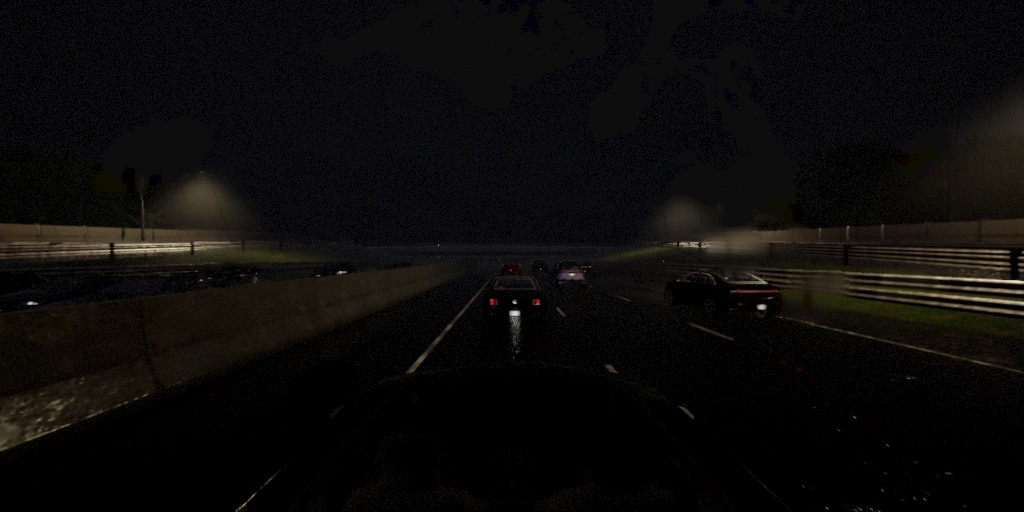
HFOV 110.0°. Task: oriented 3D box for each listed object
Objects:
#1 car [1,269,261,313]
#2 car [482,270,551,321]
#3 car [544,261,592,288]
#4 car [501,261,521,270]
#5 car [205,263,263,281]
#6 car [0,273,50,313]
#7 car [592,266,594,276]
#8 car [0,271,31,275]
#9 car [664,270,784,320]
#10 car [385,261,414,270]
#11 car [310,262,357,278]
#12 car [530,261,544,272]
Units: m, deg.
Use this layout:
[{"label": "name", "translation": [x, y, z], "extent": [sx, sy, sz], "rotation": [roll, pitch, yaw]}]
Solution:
[{"label": "car", "translation": [-10.615, 1.291, 10.882], "extent": [2.033, 1.411, 5.357], "rotation": [0, 0, 0]}, {"label": "car", "translation": [0.079, 1.343, 12.441], "extent": [1.895, 1.301, 4.718], "rotation": [0, 0, 0]}, {"label": "car", "translation": [3.536, 1.168, 23.431], "extent": [2.033, 1.649, 4.856], "rotation": [0, 0, 0]}, {"label": "car", "translation": [-0.086, 1.253, 37.267], "extent": [1.882, 1.535, 5.008], "rotation": [0, 0, 0]}, {"label": "car", "translation": [-17.643, 1.237, 22.054], "extent": [1.837, 1.490, 4.892], "rotation": [0, 2, 0]}, {"label": "car", "translation": [-14.016, 1.329, 11.719], "extent": [1.994, 1.385, 4.181], "rotation": [0, 0, 0]}, {"label": "car", "translation": [6.912, 1.264, 36.195], "extent": [2.128, 1.511, 4.902], "rotation": [0, 0, 0]}, {"label": "car", "translation": [-17.516, 1.267, 11.588], "extent": [1.837, 1.490, 4.892], "rotation": [0, 0, 0]}, {"label": "car", "translation": [7.078, 1.233, 12.606], "extent": [2.128, 1.511, 4.902], "rotation": [0, 0, 0]}, {"label": "car", "translation": [-10.632, 1.271, 34.127], "extent": [1.837, 1.490, 4.892], "rotation": [0, -1, 0]}, {"label": "car", "translation": [-14.148, 1.252, 28.737], "extent": [1.837, 1.490, 4.892], "rotation": [0, -1, 0]}, {"label": "car", "translation": [3.383, 1.329, 45.166], "extent": [1.837, 1.490, 4.892], "rotation": [0, 0, -1]}]
